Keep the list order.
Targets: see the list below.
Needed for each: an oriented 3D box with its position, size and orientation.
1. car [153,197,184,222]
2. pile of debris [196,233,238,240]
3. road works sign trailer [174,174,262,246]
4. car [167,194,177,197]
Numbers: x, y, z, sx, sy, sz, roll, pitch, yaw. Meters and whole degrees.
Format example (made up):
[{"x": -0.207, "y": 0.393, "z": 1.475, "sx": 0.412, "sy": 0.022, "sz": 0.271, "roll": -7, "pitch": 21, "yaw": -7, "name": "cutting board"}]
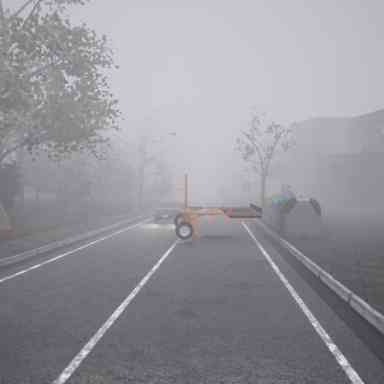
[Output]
[{"x": -1.589, "y": 1.391, "z": 24.635, "sx": 1.837, "sy": 1.490, "sz": 4.892, "roll": 0, "pitch": 0, "yaw": 5, "name": "car"}, {"x": 1.164, "y": 2.107, "z": 15.807, "sx": 1.860, "sy": 0.140, "sz": 1.500, "roll": 0, "pitch": 0, "yaw": 3, "name": "pile of debris"}, {"x": 1.033, "y": 0.662, "z": 14.511, "sx": 3.560, "sy": 2.880, "sz": 2.380, "roll": 0, "pitch": 5, "yaw": -5, "name": "road works sign trailer"}, {"x": -5.383, "y": 1.216, "z": 88.163, "sx": 1.882, "sy": 1.535, "sz": 5.008, "roll": -2, "pitch": 0, "yaw": -16, "name": "car"}]
